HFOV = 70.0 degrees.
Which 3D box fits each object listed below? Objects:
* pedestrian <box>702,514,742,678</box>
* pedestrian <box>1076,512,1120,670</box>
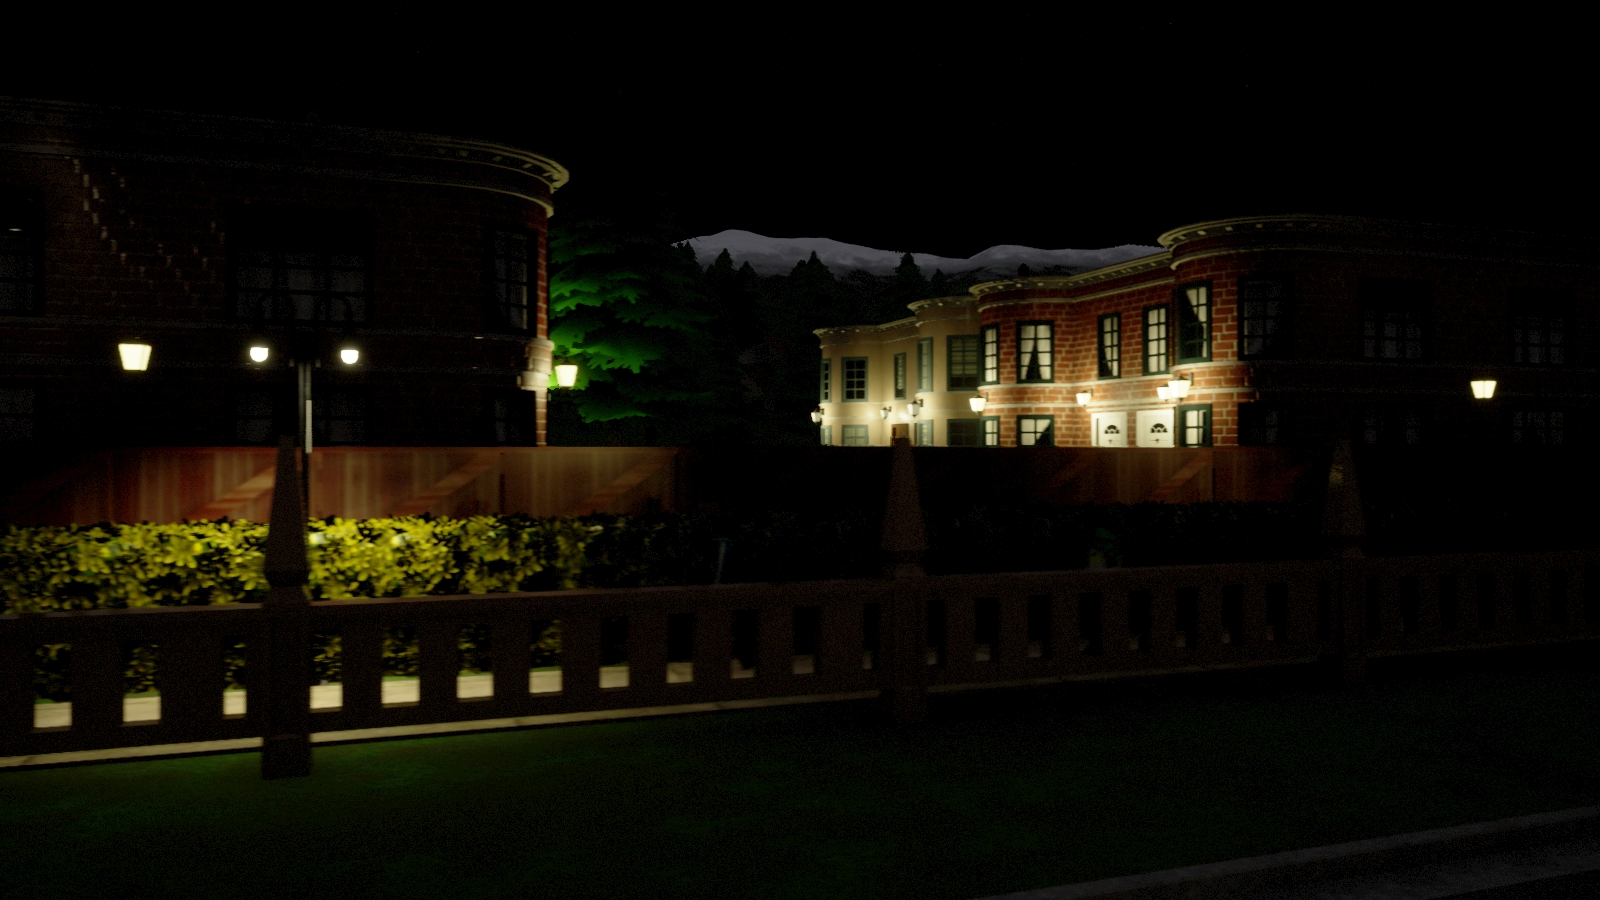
[{"bbox_3d":[-0.914,1.693,13.370,0.375,1.860,0.375,0,0,-20],"label":"pedestrian"},{"bbox_3d":[3.619,1.693,13.888,0.375,1.860,0.375,0,0,-20],"label":"pedestrian"}]
